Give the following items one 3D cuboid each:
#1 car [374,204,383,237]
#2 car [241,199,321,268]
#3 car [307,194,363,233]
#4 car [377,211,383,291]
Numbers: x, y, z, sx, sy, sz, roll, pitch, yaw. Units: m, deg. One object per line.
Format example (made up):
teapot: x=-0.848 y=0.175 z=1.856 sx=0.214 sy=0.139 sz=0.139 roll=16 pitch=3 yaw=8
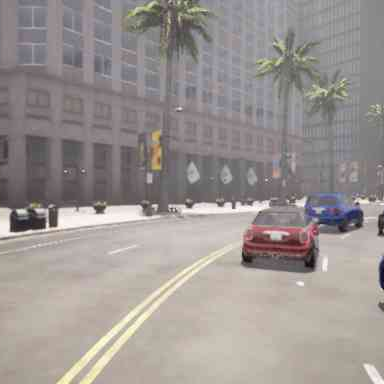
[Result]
car: x=11.330 y=1.427 z=17.729 sx=1.882 sy=1.535 sz=5.008 roll=1 pitch=0 yaw=40
car: x=3.183 y=1.293 z=11.445 sx=2.097 sy=1.767 sz=4.553 roll=1 pitch=0 yaw=22
car: x=8.392 y=1.139 z=19.645 sx=2.150 sy=2.045 sz=5.566 roll=1 pitch=1 yaw=40
car: x=4.239 y=1.210 z=3.958 sx=2.150 sy=2.045 sz=5.566 roll=0 pitch=-1 yaw=10
